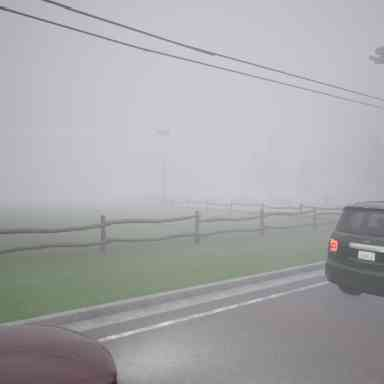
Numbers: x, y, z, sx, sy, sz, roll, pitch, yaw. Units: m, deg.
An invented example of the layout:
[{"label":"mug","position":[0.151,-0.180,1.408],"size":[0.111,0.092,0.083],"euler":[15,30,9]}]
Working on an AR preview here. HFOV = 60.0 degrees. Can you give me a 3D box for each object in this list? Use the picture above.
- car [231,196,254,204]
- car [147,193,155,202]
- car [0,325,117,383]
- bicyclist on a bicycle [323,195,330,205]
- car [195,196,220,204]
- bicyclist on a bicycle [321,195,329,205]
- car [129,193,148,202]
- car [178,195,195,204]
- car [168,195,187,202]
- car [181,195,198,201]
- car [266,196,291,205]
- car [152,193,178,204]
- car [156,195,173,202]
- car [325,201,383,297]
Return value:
[{"label":"car","position":[9.080,1.507,60.583],"size":[1.837,1.490,4.892],"euler":[0,0,-34]},{"label":"car","position":[-9.458,1.227,75.415],"size":[2.150,2.045,5.566],"euler":[0,0,-34]},{"label":"car","position":[-2.724,1.526,1.881],"size":[4.674,1.442,1.812],"euler":[0,0,-34]},{"label":"bicyclist on a bicycle","position":[22.160,1.305,54.464],"size":[1.656,1.620,0.582],"euler":[0,0,-44]},{"label":"car","position":[3.255,1.493,62.974],"size":[2.128,1.511,4.902],"euler":[0,0,-34]},{"label":"bicyclist on a bicycle","position":[22.023,1.305,55.011],"size":[0.582,1.620,1.656],"euler":[0,0,43]},{"label":"car","position":[-12.240,1.526,73.281],"size":[2.128,1.511,4.902],"euler":[0,0,-34]},{"label":"car","position":[-1.489,1.501,63.756],"size":[1.837,1.490,4.892],"euler":[0,-2,-34]},{"label":"car","position":[-3.569,1.542,79.201],"size":[2.033,1.411,5.357],"euler":[0,0,-34]},{"label":"car","position":[-0.656,1.527,81.141],"size":[1.812,1.442,4.674],"euler":[0,0,-34]},{"label":"car","position":[15.029,1.507,57.995],"size":[1.837,1.490,4.892],"euler":[0,0,-34]},{"label":"car","position":[-5.109,1.505,62.867],"size":[1.837,1.490,4.892],"euler":[0,0,-34]},{"label":"car","position":[-6.484,1.526,77.262],"size":[1.812,1.442,4.674],"euler":[0,0,-34]},{"label":"car","position":[5.314,1.222,7.394],"size":[5.566,2.045,2.150],"euler":[0,0,-34]}]
